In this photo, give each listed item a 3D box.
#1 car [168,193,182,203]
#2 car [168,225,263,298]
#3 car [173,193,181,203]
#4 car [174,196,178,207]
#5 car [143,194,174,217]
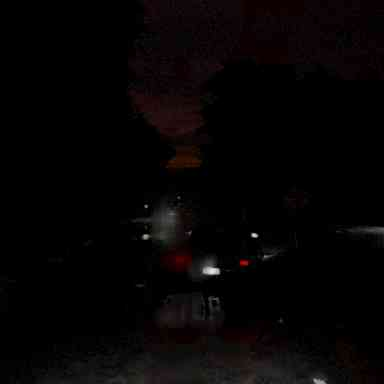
[{"bbox_3d":[-3.033,1.051,60.116,2.097,1.767,4.553,0,1,1],"label":"car"},{"bbox_3d":[0.746,1.542,8.609,1.994,1.385,4.181,0,0,10],"label":"car"},{"bbox_3d":[-3.079,1.276,49.211,2.128,1.511,4.902,0,0,0],"label":"car"},{"bbox_3d":[-3.085,1.446,39.704,1.895,1.301,4.718,0,0,0],"label":"car"},{"bbox_3d":[-3.071,1.238,29.786,2.097,1.767,4.553,1,0,0],"label":"car"}]
